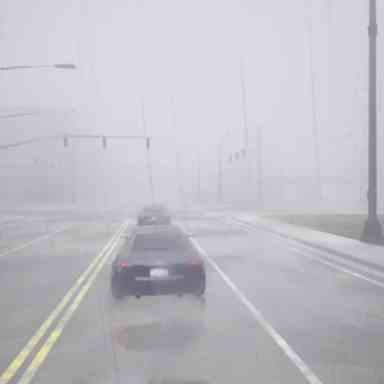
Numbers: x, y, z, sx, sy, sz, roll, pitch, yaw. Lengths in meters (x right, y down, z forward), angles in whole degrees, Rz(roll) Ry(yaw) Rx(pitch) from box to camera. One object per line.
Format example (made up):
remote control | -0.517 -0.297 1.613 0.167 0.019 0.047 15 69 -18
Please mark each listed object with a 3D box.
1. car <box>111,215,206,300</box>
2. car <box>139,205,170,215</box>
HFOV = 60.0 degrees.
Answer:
car | -0.862 1.524 8.416 1.994 1.385 4.181 0 0 -7
car | -2.376 1.467 20.825 1.994 1.385 4.181 0 0 -7
